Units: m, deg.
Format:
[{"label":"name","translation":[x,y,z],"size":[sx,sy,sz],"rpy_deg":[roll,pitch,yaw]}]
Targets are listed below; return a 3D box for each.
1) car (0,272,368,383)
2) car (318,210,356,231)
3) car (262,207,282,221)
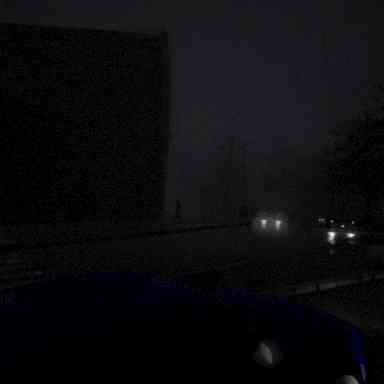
[{"label":"car","translation":[-0.511,1.484,2.841],"size":[5.008,1.535,1.882],"rpy_deg":[0,0,-33]},{"label":"car","translation":[10.822,2.064,25.166],"size":[2.033,1.411,5.357],"rpy_deg":[3,-2,13]},{"label":"car","translation":[8.940,2.381,36.999],"size":[1.812,1.442,4.674],"rpy_deg":[2,-2,14]}]
